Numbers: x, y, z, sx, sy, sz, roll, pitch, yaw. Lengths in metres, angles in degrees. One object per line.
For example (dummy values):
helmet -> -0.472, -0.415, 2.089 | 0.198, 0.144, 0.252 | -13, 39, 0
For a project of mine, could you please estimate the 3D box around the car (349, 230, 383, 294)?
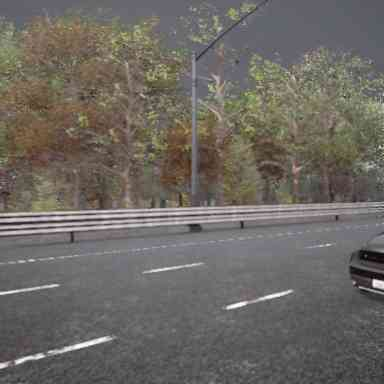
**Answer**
car -> 5.610, 1.541, 7.750 | 4.892, 1.490, 1.837 | 0, 0, -35
